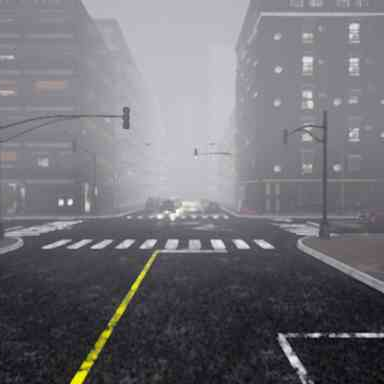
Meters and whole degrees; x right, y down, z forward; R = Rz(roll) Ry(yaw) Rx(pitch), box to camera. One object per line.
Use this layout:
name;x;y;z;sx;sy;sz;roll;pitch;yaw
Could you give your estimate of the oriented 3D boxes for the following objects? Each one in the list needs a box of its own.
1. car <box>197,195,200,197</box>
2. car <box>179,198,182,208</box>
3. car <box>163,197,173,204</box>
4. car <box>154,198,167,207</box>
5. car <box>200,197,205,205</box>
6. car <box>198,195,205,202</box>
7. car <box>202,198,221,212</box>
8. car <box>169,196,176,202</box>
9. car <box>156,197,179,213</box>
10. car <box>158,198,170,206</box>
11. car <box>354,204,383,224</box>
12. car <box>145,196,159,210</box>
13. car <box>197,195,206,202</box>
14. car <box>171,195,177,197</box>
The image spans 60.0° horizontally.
car;2.575;1.951;85.115;1.802;1.307;4.206;-1;0;0
car;-2.826;1.820;49.635;1.895;1.301;4.718;0;0;0
car;-5.308;1.906;74.087;1.802;1.307;4.206;-1;0;0
car;-5.312;1.778;57.306;1.752;1.417;4.829;-1;0;0
car;2.566;1.756;46.341;2.008;1.369;4.403;-1;0;0
car;2.571;1.845;68.498;1.887;1.381;4.507;-1;0;0
car;2.565;1.763;40.802;1.802;1.307;4.206;-1;0;0
car;-5.305;1.917;90.529;1.752;1.417;4.829;-1;0;0
car;-2.832;1.681;39.535;1.837;1.490;4.892;0;0;0
car;-5.310;1.859;63.014;1.802;1.307;4.206;-1;0;0
car;14.658;1.603;24.904;4.674;1.442;1.812;0;0;-1
car;-5.317;1.521;46.403;2.192;1.841;5.009;-1;0;0
car;2.572;1.707;90.656;2.192;1.841;5.009;-1;0;0
car;-2.760;1.813;60.286;2.033;1.411;5.357;0;0;1
